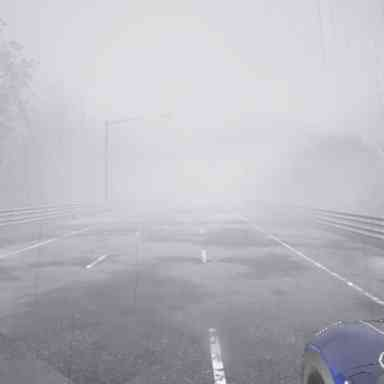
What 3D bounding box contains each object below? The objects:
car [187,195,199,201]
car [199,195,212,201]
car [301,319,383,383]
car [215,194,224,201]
[{"bbox_3d":[-0.063,1.613,85.755,2.033,1.411,5.357,0,0,7],"label":"car"},{"bbox_3d":[3.467,1.668,85.835,1.895,1.301,4.718,0,0,7],"label":"car"},{"bbox_3d":[2.060,1.352,1.304,2.097,1.767,4.553,0,0,0],"label":"car"},{"bbox_3d":[7.028,1.430,86.204,2.097,1.767,4.553,0,0,7],"label":"car"}]
